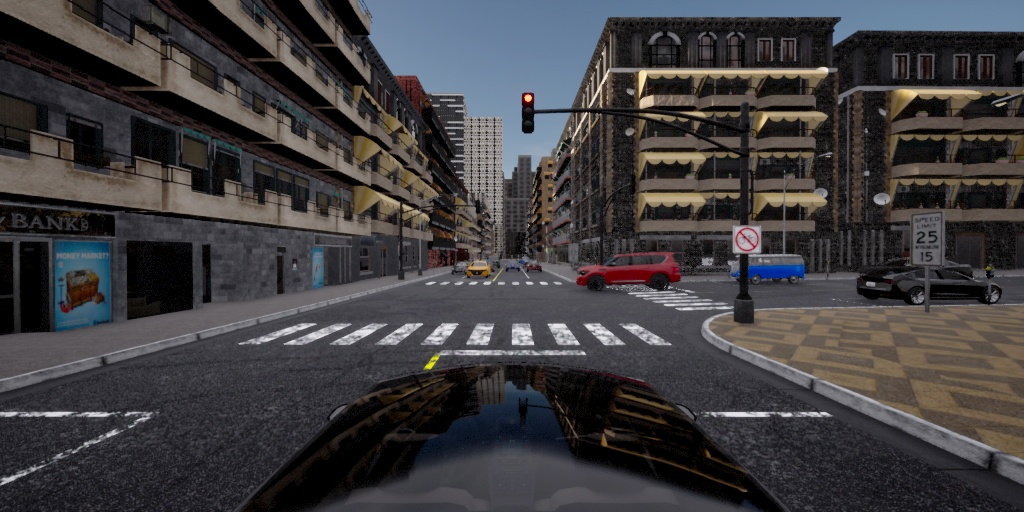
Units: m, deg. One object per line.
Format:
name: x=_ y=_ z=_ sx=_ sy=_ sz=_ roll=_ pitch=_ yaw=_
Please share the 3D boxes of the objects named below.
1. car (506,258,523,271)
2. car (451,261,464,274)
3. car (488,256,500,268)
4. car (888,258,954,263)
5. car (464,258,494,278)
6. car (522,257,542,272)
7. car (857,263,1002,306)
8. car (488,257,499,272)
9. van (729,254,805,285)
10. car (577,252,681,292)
car: x=0.121 y=1.309 z=50.438 sx=2.033 sy=1.411 sz=5.357 roll=0 pitch=0 yaw=0
car: x=-5.676 y=1.305 z=39.997 sx=2.007 sy=1.370 sz=4.403 roll=0 pitch=0 yaw=0
car: x=-3.059 y=0.988 z=58.517 sx=2.150 sy=2.045 sz=5.566 roll=0 pitch=0 yaw=0
car: x=21.872 y=0.843 z=19.592 sx=5.008 sy=1.535 sz=1.882 roll=-1 pitch=0 yaw=-1
car: x=-3.088 y=1.230 z=34.057 sx=1.882 sy=1.535 sz=5.008 roll=0 pitch=0 yaw=0
car: x=2.706 y=1.198 z=45.516 sx=1.967 sy=1.591 sz=4.097 roll=0 pitch=0 yaw=0
car: x=15.777 y=1.077 z=13.725 sx=4.313 sy=1.339 sz=1.948 roll=0 pitch=0 yaw=-1
car: x=-3.080 y=1.249 z=44.461 sx=2.128 sy=1.511 sz=4.902 roll=0 pitch=0 yaw=0
van: x=15.662 y=0.782 z=22.104 sx=3.998 sy=1.789 sz=1.690 roll=0 pitch=0 yaw=-1
car: x=6.469 y=0.872 z=20.203 sx=5.566 sy=2.045 sz=2.150 roll=-2 pitch=1 yaw=11
